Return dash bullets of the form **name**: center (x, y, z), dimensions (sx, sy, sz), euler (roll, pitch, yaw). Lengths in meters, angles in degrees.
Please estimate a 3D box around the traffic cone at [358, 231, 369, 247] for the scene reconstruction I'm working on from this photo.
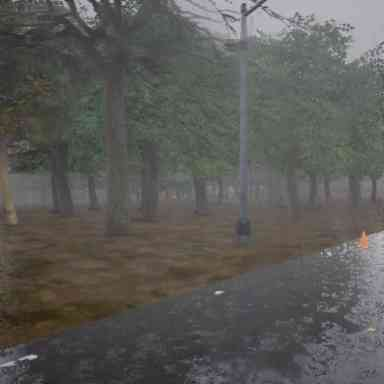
- **traffic cone**: center (6.787, 1.850, 13.149), dimensions (0.340, 0.580, 0.340), euler (0, 1, 44)
